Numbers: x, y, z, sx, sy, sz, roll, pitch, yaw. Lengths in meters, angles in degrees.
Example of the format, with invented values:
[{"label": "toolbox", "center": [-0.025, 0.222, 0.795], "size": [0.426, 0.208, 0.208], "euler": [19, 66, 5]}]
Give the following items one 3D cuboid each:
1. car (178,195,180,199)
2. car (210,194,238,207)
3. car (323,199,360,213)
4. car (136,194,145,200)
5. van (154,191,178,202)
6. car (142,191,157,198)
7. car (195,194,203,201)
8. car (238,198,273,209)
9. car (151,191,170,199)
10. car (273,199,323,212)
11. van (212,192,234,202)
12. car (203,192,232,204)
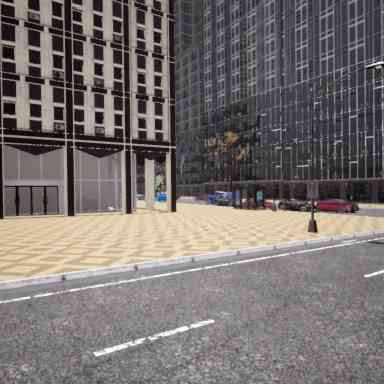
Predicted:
[{"label": "car", "center": [-4.184, 0.936, 73.070], "size": [1.802, 1.307, 4.206], "euler": [0, 1, -34]}, {"label": "car", "center": [4.837, 1.319, 44.836], "size": [1.947, 1.339, 4.313], "euler": [0, 1, -34]}, {"label": "car", "center": [15.045, 1.404, 34.524], "size": [1.994, 1.385, 4.181], "euler": [-1, 1, -34]}, {"label": "car", "center": [-11.112, 1.039, 68.354], "size": [2.008, 1.369, 4.403], "euler": [0, 1, -34]}, {"label": "van", "center": [-4.714, 0.937, 58.956], "size": [1.690, 1.788, 3.998], "euler": [0, 1, -34]}, {"label": "car", "center": [-10.582, 0.686, 82.464], "size": [1.967, 1.590, 4.097], "euler": [0, 1, -34]}, {"label": "car", "center": [2.213, 1.043, 63.673], "size": [1.802, 1.307, 4.206], "euler": [0, 1, -34]}, {"label": "car", "center": [7.987, 1.388, 40.105], "size": [1.802, 1.307, 4.206], "euler": [0, 1, -34]}, {"label": "car", "center": [-7.383, 0.615, 77.764], "size": [2.192, 1.841, 5.009], "euler": [0, 1, -34]}, {"label": "car", "center": [11.171, 1.424, 35.395], "size": [1.947, 1.339, 4.313], "euler": [0, 1, -34]}, {"label": "van", "center": [5.411, 0.855, 58.972], "size": [1.690, 1.788, 3.998], "euler": [0, 1, -34]}, {"label": "car", "center": [4.225, 1.143, 50.430], "size": [1.882, 1.535, 5.008], "euler": [-1, 1, -34]}]
